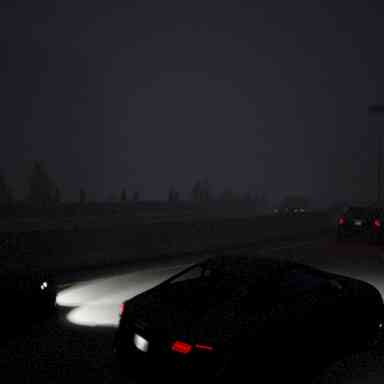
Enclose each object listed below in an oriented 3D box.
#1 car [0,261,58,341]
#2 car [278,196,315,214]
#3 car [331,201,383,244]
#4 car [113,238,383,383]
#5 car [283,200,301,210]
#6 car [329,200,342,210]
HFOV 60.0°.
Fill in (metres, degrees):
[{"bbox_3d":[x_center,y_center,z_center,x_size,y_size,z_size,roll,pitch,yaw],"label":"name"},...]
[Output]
[{"bbox_3d":[-4.351,1.582,5.127,4.181,1.385,1.994,0,0,-36],"label":"car"},{"bbox_3d":[11.096,1.453,35.853,2.150,2.045,5.566,0,-1,34],"label":"car"},{"bbox_3d":[9.123,1.469,16.739,4.553,1.767,2.097,0,0,-45],"label":"car"},{"bbox_3d":[1.037,1.594,4.788,4.181,1.385,1.994,0,0,-38],"label":"car"},{"bbox_3d":[14.925,1.879,49.404,1.994,1.385,4.181,0,0,26],"label":"car"},{"bbox_3d":[17.500,1.742,39.410,1.882,1.535,5.008,0,-1,30],"label":"car"}]
